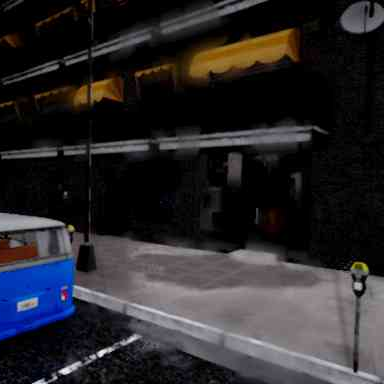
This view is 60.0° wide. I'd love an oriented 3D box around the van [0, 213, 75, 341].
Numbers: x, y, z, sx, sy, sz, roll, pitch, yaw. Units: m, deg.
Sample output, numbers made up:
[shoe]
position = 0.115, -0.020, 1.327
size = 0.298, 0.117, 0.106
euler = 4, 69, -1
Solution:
[van]
position = -3.685, 1.220, 5.492
size = 3.998, 1.788, 1.690
euler = 1, 1, 36
